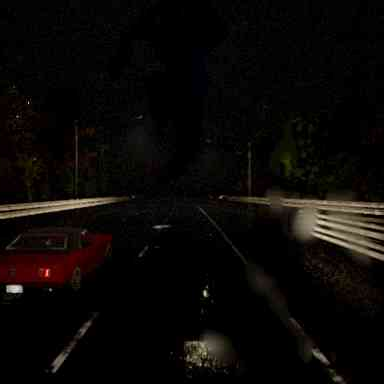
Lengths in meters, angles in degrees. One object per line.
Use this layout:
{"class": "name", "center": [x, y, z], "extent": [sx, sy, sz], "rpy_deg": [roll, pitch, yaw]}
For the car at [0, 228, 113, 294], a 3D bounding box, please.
{"class": "car", "center": [-3.439, 1.585, 8.664], "extent": [1.895, 1.301, 4.718], "rpy_deg": [0, 0, 0]}
